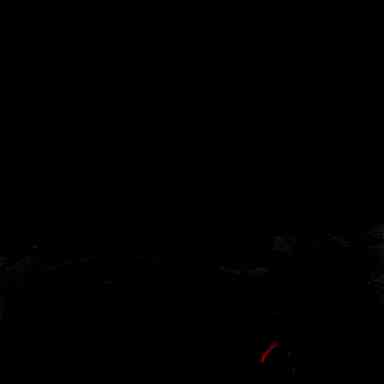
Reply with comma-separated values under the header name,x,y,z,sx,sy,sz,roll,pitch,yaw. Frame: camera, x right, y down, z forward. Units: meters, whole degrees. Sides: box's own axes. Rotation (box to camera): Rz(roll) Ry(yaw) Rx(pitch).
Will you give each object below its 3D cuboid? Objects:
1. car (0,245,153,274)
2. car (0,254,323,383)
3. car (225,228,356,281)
name,x,y,z,sx,sy,sz,roll,pitch,yaw
car,-2.050,1.566,5.075,4.313,1.339,1.947,0,0,-35
car,-1.472,1.547,2.331,5.357,1.411,2.033,0,0,-35
car,2.430,1.582,8.269,4.206,1.307,1.802,0,0,-35
